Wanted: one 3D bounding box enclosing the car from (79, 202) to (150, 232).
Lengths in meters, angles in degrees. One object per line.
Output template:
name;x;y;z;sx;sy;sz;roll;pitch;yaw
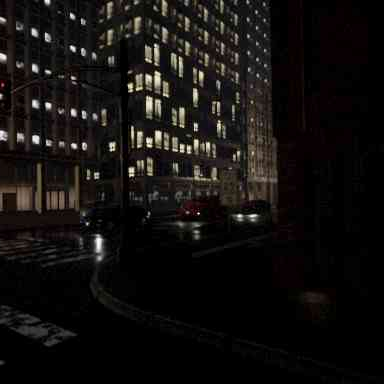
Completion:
car;-4.644;1.580;20.934;1.837;1.490;4.892;-1;-1;33

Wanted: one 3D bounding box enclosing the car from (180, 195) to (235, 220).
car;1.245;1.316;29.123;2.150;2.045;5.566;-1;-1;36

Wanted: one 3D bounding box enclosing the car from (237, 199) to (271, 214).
car;7.250;1.593;37.486;1.882;1.535;5.008;-1;-1;36

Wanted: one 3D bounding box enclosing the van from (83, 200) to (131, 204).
van;-5.991;1.470;23.467;1.690;1.788;3.998;-2;-1;36
